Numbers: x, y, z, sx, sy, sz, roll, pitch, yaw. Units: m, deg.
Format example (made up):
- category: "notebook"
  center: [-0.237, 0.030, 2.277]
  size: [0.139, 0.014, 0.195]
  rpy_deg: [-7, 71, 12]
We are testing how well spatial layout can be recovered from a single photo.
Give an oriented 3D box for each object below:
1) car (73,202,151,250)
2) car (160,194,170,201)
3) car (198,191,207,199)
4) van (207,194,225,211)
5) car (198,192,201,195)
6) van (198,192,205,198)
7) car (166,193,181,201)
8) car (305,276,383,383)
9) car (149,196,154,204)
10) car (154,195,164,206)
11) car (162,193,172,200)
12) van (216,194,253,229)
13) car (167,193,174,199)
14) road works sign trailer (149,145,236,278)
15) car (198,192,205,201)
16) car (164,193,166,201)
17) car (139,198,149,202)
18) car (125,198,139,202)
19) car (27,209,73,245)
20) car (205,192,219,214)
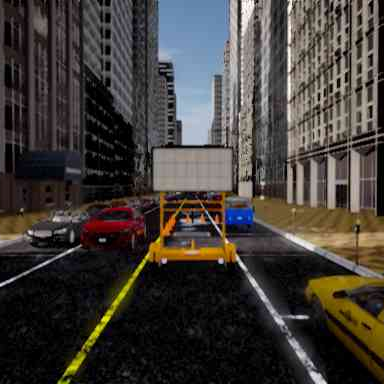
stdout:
- category: "car"
  center: [-3.102, 1.395, 14.040]
  size: [1.882, 1.535, 5.008]
  rpy_deg: [0, 0, 0]
- category: "car"
  center: [-5.702, 1.161, 71.707]
  size: [1.802, 1.307, 4.206]
  rpy_deg: [-1, 0, 0]
- category: "car"
  center: [2.675, 0.793, 88.757]
  size: [2.192, 1.841, 5.009]
  rpy_deg: [-1, 0, 0]
- category: "van"
  center: [2.679, 1.121, 37.605]
  size: [1.690, 1.788, 3.998]
  rpy_deg: [-1, 0, 0]
- category: "car"
  center: [2.675, 0.827, 83.073]
  size: [2.192, 1.841, 5.009]
  rpy_deg: [-1, 0, 0]
- category: "van"
  center: [2.675, 0.785, 94.441]
  size: [1.690, 1.788, 3.998]
  rpy_deg: [-1, 0, 0]
- category: "car"
  center: [-3.003, 1.250, 58.498]
  size: [1.994, 1.385, 4.181]
  rpy_deg: [0, 0, 0]
- category: "car"
  center: [2.683, 1.503, 3.675]
  size: [1.752, 1.417, 4.829]
  rpy_deg: [-1, 0, 0]
- category: "car"
  center: [-5.700, 1.362, 37.606]
  size: [1.802, 1.307, 4.206]
  rpy_deg: [-1, 0, 0]
- category: "car"
  center: [-5.701, 1.264, 48.973]
  size: [2.008, 1.369, 4.403]
  rpy_deg: [-1, 0, 0]
- category: "car"
  center: [-5.703, 0.986, 77.390]
  size: [1.967, 1.590, 4.097]
  rpy_deg: [-1, 0, 0]
- category: "van"
  center: [2.680, 1.220, 20.554]
  size: [1.690, 1.788, 3.998]
  rpy_deg: [-1, 0, 0]
- category: "car"
  center: [-5.703, 1.004, 88.588]
  size: [1.752, 1.417, 4.829]
  rpy_deg: [-1, 0, 0]
- category: "road works sign trailer"
  center: [0.019, 0.405, 9.921]
  size: [2.380, 3.560, 2.880]
  rpy_deg: [0, 0, 0]
- category: "car"
  center: [2.679, 1.197, 60.340]
  size: [2.008, 1.369, 4.403]
  rpy_deg: [-1, 0, 0]
- category: "car"
  center: [-5.701, 1.197, 60.339]
  size: [2.008, 1.369, 4.403]
  rpy_deg: [-1, 0, 0]
- category: "car"
  center: [-5.700, 1.363, 31.922]
  size: [2.008, 1.369, 4.403]
  rpy_deg: [-1, 0, 0]
- category: "car"
  center: [-5.699, 1.391, 26.238]
  size: [1.887, 1.381, 4.507]
  rpy_deg: [-1, 0, 0]
- category: "car"
  center: [-5.698, 1.463, 14.871]
  size: [2.008, 1.369, 4.403]
  rpy_deg: [-1, 0, 0]
- category: "car"
  center: [2.679, 1.128, 31.921]
  size: [2.192, 1.841, 5.009]
  rpy_deg: [-1, 0, 0]
